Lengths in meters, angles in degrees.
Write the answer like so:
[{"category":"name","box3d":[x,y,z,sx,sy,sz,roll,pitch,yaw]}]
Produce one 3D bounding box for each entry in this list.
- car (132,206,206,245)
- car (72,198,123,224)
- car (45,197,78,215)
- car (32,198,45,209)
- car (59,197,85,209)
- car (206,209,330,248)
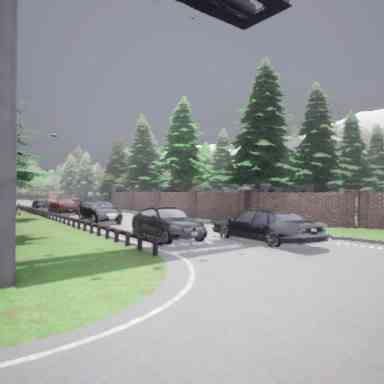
[{"category":"car","box3d":[-1.192,1.398,15.070,1.812,1.442,4.674,1,0,-34]},{"category":"car","box3d":[-6.298,1.359,22.670,2.128,1.511,4.902,1,0,-34]},{"category":"car","box3d":[-11.984,1.341,31.149,1.882,1.535,5.008,1,-1,-34]},{"category":"car","box3d":[-17.855,1.423,39.941,1.994,1.385,4.181,1,0,-34]},{"category":"car","box3d":[-15.647,1.377,43.231,2.128,1.511,4.902,1,0,-34]},{"category":"car","box3d":[3.088,1.438,14.148,2.033,1.411,5.357,0,0,-32]}]
